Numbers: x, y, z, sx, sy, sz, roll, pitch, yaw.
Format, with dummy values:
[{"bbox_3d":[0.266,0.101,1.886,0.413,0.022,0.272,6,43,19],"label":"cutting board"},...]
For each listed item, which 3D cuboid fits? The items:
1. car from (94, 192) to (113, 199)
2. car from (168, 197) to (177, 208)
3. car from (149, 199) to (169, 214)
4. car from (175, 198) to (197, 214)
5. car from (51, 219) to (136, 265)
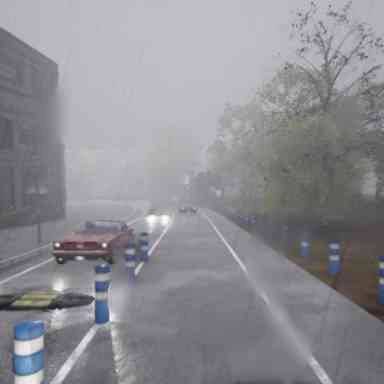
[{"bbox_3d":[-19.599,0.903,73.040,2.150,2.045,5.566,-5,3,-42],"label":"car"},{"bbox_3d":[-2.793,1.492,49.172,1.812,1.442,4.674,-2,1,-15],"label":"car"},{"bbox_3d":[-3.888,1.788,38.250,1.895,1.301,4.718,-1,1,-5],"label":"car"},{"bbox_3d":[-0.597,1.768,37.863,1.895,1.301,4.718,-1,1,-6],"label":"car"},{"bbox_3d":[-3.373,1.710,12.233,1.895,1.301,4.718,0,-1,0],"label":"car"}]
